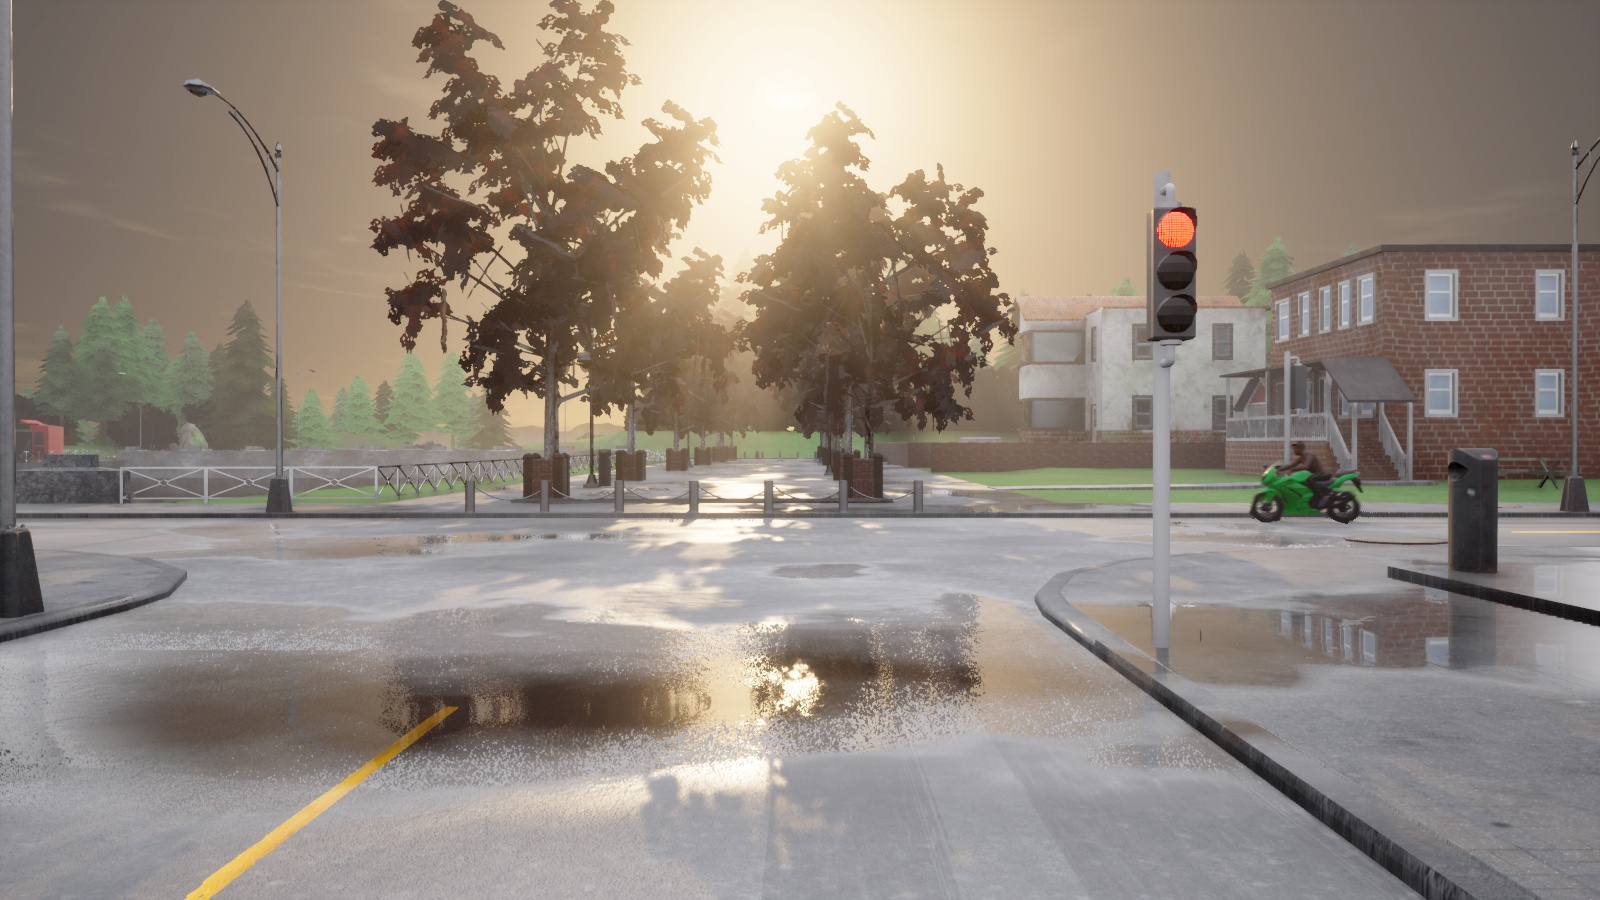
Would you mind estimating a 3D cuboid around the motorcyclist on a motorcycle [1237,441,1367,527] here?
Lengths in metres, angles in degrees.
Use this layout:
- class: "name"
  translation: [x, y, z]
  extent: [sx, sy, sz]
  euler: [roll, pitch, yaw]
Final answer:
- class: "motorcyclist on a motorcycle"
  translation: [9.108, 0.607, 22.848]
  extent: [2.044, 1.523, 0.797]
  euler: [0, 0, 0]
